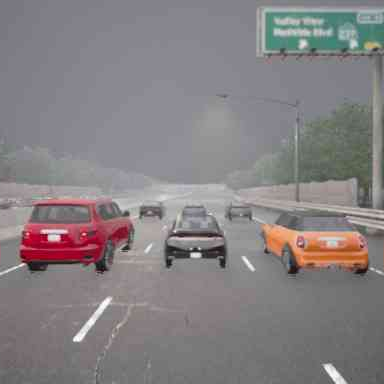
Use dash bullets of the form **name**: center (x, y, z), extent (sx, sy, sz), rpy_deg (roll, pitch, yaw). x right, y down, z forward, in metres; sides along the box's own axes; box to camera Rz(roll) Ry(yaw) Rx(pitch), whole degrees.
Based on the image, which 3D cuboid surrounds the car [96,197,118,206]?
- **car**: center (-13.718, 1.530, 54.047), extent (2.033, 1.411, 5.357), rpy_deg (0, 0, 1)

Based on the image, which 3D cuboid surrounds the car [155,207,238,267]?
- **car**: center (0.113, 1.491, 11.368), extent (2.128, 1.511, 4.902), rpy_deg (0, 0, 0)

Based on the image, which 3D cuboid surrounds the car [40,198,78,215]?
- **car**: center (-13.953, 1.481, 35.251), extent (2.128, 1.511, 4.902), rpy_deg (0, 0, 1)

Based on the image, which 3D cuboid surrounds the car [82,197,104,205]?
- **car**: center (-17.147, 1.529, 57.881), extent (2.033, 1.411, 5.357), rpy_deg (0, 0, 1)

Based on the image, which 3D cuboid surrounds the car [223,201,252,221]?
- **car**: center (3.679, 1.484, 27.098), extent (2.128, 1.511, 4.902), rpy_deg (0, 0, 0)

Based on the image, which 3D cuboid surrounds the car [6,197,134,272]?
- **car**: center (-3.388, 1.221, 10.879), extent (2.150, 2.045, 5.566), rpy_deg (0, 0, 0)

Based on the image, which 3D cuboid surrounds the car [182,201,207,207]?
- **car**: center (0.180, 1.484, 27.128), extent (2.128, 1.511, 4.902), rpy_deg (0, 0, 0)

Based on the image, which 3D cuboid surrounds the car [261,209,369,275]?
- **car**: center (3.609, 1.352, 10.663), extent (2.097, 1.767, 4.553), rpy_deg (0, 0, 0)

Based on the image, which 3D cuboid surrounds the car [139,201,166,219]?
- **car**: center (-3.310, 1.469, 28.641), extent (1.882, 1.535, 5.008), rpy_deg (0, 0, 0)

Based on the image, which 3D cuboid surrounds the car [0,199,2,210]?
- **car**: center (-20.942, 1.513, 36.210), extent (1.812, 1.442, 4.674), rpy_deg (0, 0, 1)

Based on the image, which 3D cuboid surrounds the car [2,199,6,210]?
- **car**: center (-17.452, 1.481, 35.278), extent (2.128, 1.511, 4.902), rpy_deg (0, 0, 1)

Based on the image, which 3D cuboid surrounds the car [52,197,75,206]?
- **car**: center (-20.727, 1.508, 53.722), extent (1.812, 1.442, 4.674), rpy_deg (0, 0, 1)
